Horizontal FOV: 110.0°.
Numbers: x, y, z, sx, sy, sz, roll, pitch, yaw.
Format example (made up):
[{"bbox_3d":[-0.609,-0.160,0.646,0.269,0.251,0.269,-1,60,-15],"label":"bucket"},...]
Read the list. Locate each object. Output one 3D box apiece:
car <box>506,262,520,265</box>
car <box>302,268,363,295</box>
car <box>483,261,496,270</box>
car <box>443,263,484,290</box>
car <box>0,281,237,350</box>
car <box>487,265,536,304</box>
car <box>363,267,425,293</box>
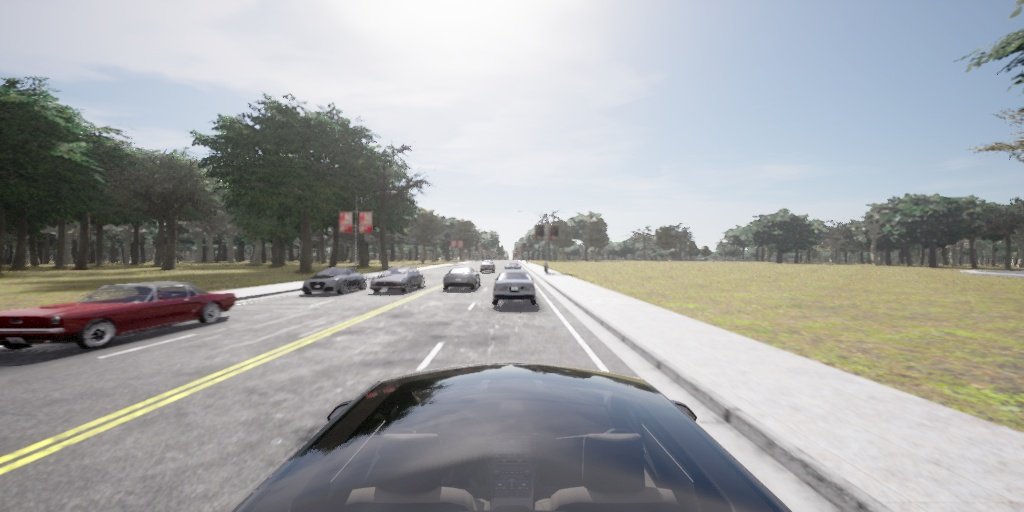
[{"bbox_3d":[0.106,1.357,38.419,2.033,1.411,5.357,0,0,0],"label":"car"},{"bbox_3d":[-9.821,1.346,20.099,1.994,1.385,4.181,0,0,0],"label":"car"},{"bbox_3d":[-3.141,1.369,47.057,2.033,1.411,5.357,0,0,0],"label":"car"},{"bbox_3d":[-3.146,1.351,23.114,1.994,1.385,4.181,0,0,0],"label":"car"},{"bbox_3d":[-9.817,1.366,9.310,1.895,1.301,4.718,0,0,0],"label":"car"},{"bbox_3d":[0.102,1.324,16.528,2.033,1.411,5.357,0,0,0],"label":"car"},{"bbox_3d":[-6.563,1.332,21.214,2.033,1.411,5.357,0,0,0],"label":"car"}]
